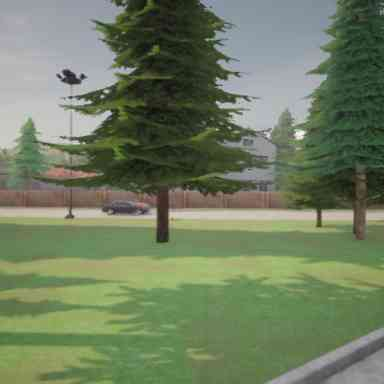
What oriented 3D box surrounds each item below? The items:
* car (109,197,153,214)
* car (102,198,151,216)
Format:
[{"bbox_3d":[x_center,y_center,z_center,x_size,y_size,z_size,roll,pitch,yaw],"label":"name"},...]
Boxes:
[{"bbox_3d":[-6.972,1.519,38.236,4.553,1.767,2.097,0,0,2],"label":"car"},{"bbox_3d":[-6.884,1.666,34.727,4.892,1.490,1.837,0,0,2],"label":"car"}]
